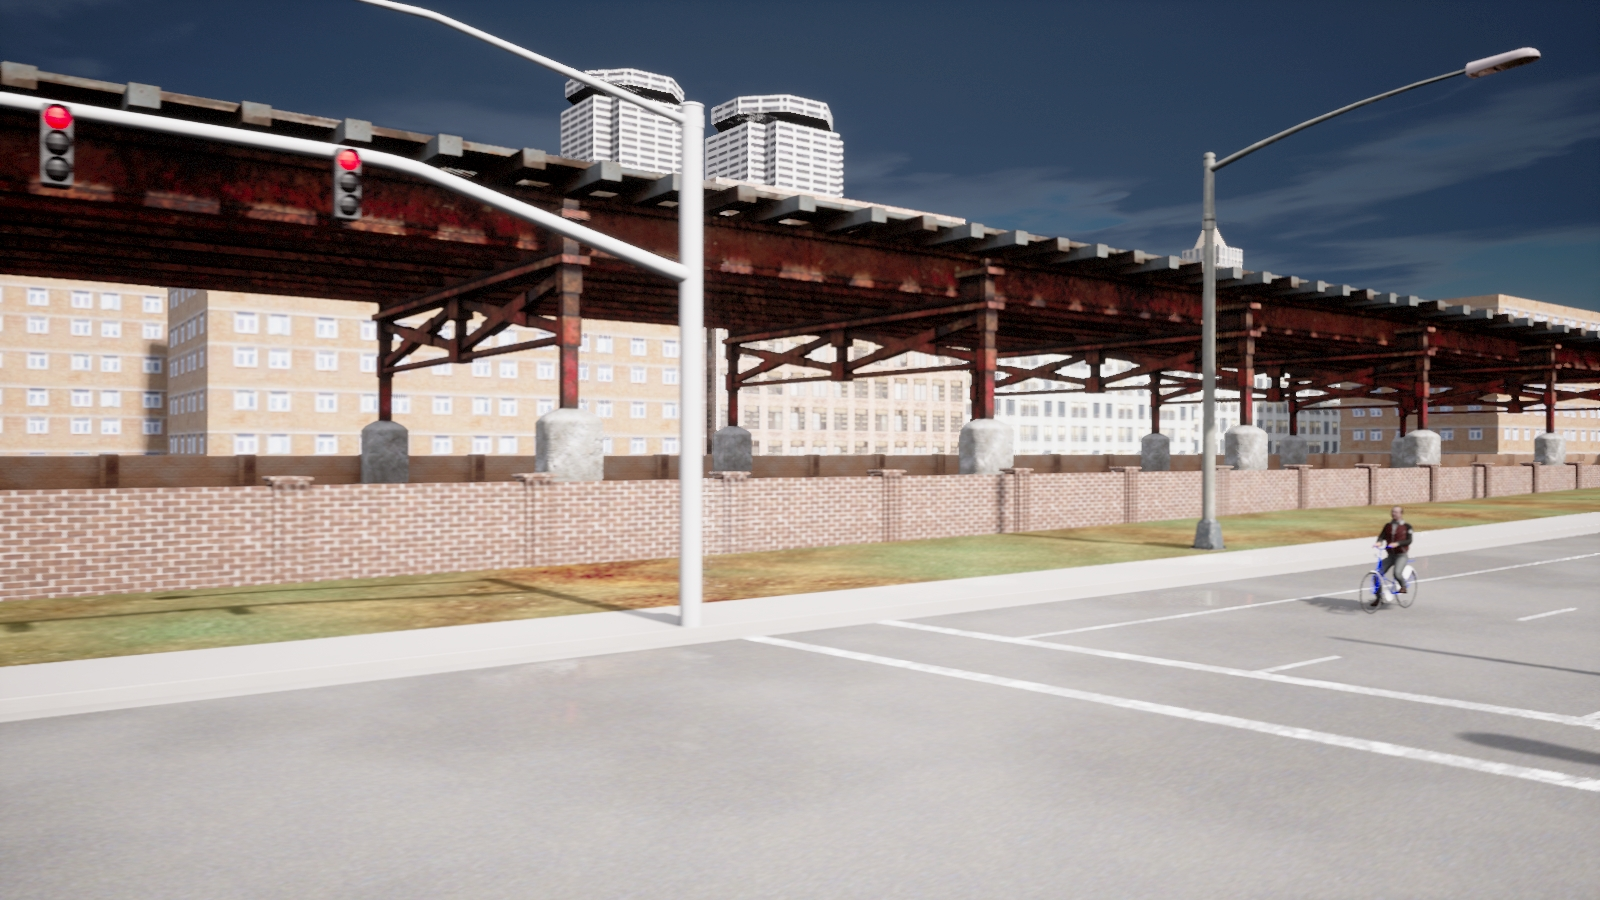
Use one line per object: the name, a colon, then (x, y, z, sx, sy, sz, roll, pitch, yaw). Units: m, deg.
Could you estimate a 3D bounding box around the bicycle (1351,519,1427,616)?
bicycle: (9.959, 1.957, 19.289, 1.835, 1.496, 0.329, 0, 0, -35)
